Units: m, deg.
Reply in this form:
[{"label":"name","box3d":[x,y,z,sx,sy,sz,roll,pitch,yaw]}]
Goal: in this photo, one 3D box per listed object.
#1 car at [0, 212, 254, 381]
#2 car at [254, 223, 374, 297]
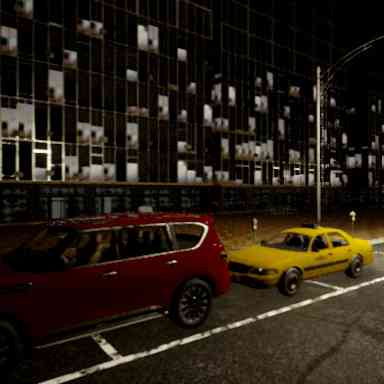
[{"label":"car","box3d":[-1.606,1.315,5.418,5.009,1.841,2.192,0,0,-36]},{"label":"car","box3d":[2.870,1.526,8.611,4.829,1.417,1.752,0,0,-36]}]
